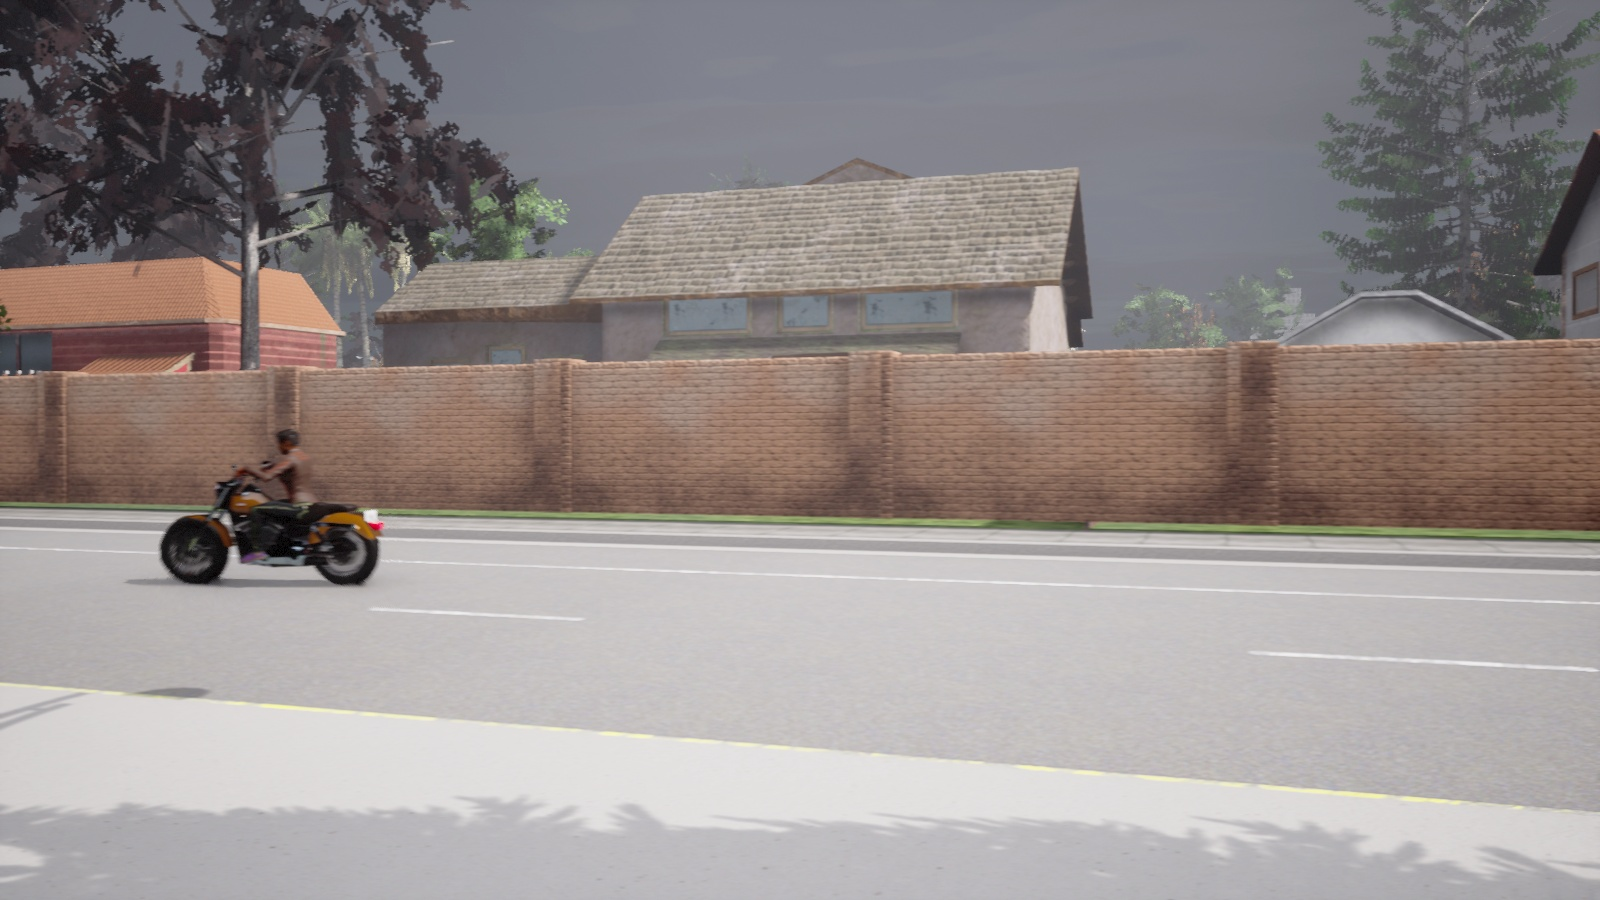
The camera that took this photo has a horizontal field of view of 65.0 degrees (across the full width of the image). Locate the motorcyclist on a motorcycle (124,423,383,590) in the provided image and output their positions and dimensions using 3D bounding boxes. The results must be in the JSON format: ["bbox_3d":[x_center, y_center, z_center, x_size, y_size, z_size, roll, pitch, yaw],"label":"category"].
[{"bbox_3d":[-5.586,0.551,12.907,2.350,1.649,0.766,0,1,6],"label":"motorcyclist on a motorcycle"}]
